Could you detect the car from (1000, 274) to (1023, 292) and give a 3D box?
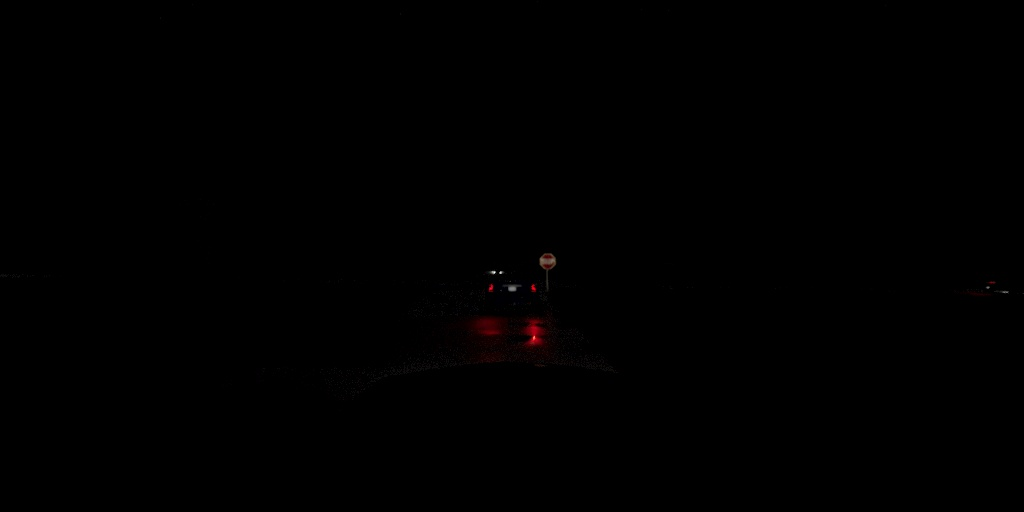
[{"bbox_3d":[47.163,2.446,31.910,4.892,1.490,1.837,1,0,1],"label":"car"}]

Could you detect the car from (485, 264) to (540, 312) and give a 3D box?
[{"bbox_3d":[0.031,1.256,15.254,2.097,1.767,4.553,0,-1,1],"label":"car"}]

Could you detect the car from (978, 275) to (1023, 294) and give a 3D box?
[{"bbox_3d":[41.121,2.323,29.126,4.892,1.490,1.837,0,-1,1],"label":"car"}]
